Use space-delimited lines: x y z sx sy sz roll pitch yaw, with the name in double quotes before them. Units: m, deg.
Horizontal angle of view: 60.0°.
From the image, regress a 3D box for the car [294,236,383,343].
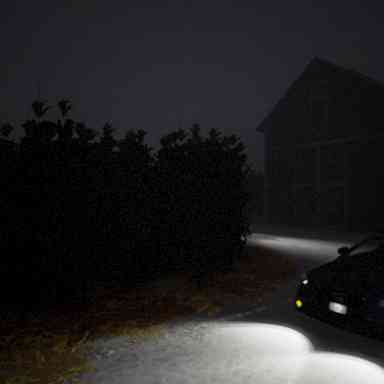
"car" 3.822 1.547 6.117 4.181 1.385 1.994 0 0 -35
